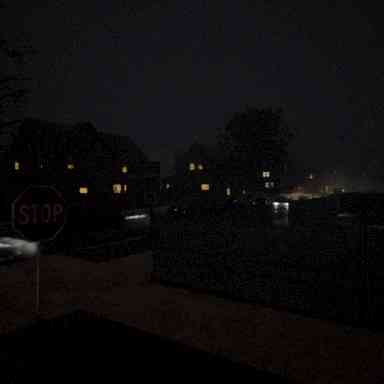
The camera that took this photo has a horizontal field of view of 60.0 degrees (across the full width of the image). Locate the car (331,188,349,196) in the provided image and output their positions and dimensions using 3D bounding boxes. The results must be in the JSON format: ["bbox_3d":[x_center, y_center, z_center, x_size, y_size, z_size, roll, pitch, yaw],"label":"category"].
[{"bbox_3d":[23.148,0.161,51.928,1.837,1.490,4.892,1,2,35],"label":"car"}]

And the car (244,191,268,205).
[{"bbox_3d":[5.936,0.709,32.893,1.837,1.490,4.892,1,2,36],"label":"car"}]

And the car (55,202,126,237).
[{"bbox_3d":[-5.742,1.225,16.505,2.033,1.411,5.357,1,2,34],"label":"car"}]

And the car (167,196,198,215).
[{"bbox_3d":[0.056,1.006,24.661,1.994,1.385,4.181,1,2,36],"label":"car"}]

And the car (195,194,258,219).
[{"bbox_3d":[2.515,1.083,23.115,1.895,1.301,4.718,1,2,36],"label":"car"}]

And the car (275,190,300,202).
[{"bbox_3d":[11.966,0.489,41.270,1.812,1.442,4.674,1,2,36],"label":"car"}]
